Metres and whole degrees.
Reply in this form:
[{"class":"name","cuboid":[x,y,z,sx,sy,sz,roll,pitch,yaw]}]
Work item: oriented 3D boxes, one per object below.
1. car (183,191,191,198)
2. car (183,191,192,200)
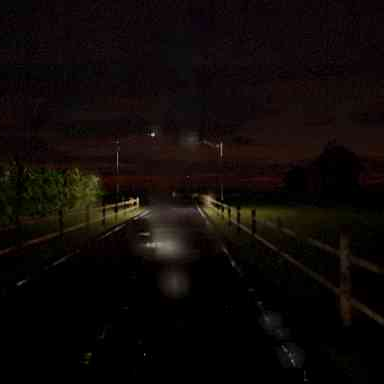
[{"class":"car","cuboid":[-1.242,0.627,83.753,2.097,1.767,4.553,-1,0,-1]},{"class":"car","cuboid":[-1.087,1.011,73.750,1.994,1.385,4.181,-1,0,-1]}]
